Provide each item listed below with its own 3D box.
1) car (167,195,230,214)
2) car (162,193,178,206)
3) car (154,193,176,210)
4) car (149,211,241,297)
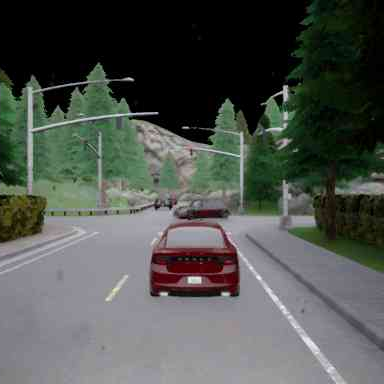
[{"bbox_3d":[0.695,1.342,26.365,4.553,1.767,2.097,0,0,-28],"label":"car"},{"bbox_3d":[-3.548,1.218,55.073,2.150,2.045,5.566,0,0,1],"label":"car"},{"bbox_3d":[-3.583,1.221,43.479,2.150,2.045,5.566,0,0,0],"label":"car"},{"bbox_3d":[0.067,1.478,8.622,1.882,1.535,5.008,0,0,0],"label":"car"}]
